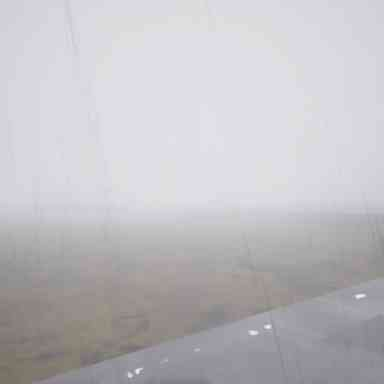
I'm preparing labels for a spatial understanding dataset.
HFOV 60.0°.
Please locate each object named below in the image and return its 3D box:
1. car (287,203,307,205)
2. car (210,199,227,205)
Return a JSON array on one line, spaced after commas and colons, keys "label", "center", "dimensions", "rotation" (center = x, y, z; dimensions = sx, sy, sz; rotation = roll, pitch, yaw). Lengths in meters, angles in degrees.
[{"label": "car", "center": [17.947, 2.085, 55.680], "dimensions": [1.994, 1.385, 4.181], "rotation": [1, -1, -35]}, {"label": "car", "center": [5.647, 2.186, 72.931], "dimensions": [2.097, 1.767, 4.553], "rotation": [1, -1, -35]}]
